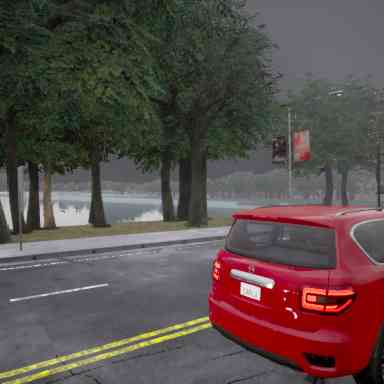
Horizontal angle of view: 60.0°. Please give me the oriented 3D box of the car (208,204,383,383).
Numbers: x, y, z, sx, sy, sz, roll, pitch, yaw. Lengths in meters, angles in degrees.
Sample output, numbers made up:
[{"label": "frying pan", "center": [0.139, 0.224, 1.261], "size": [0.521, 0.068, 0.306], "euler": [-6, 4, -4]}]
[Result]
[{"label": "car", "center": [2.801, 1.220, 5.399], "size": [5.566, 2.045, 2.150], "euler": [0, 0, -37]}]
